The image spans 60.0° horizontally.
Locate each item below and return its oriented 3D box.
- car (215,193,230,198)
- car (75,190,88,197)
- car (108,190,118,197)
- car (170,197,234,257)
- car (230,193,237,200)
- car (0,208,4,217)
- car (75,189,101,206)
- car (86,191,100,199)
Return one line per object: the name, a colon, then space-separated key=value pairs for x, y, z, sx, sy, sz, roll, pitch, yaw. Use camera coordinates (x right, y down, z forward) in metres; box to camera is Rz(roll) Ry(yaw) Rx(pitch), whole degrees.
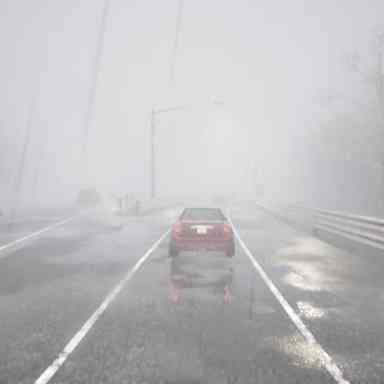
car: x=4.262 y=1.093 z=50.287 sx=1.837 sy=1.490 sz=4.892 roll=0 pitch=0 yaw=9
car: x=-24.703 y=0.375 z=74.362 sx=1.882 sy=1.535 sz=5.008 roll=0 pitch=1 yaw=-8
car: x=-17.626 y=0.420 z=74.335 sx=1.837 sy=1.490 sz=4.892 roll=0 pitch=1 yaw=-8
car: x=0.401 y=1.237 z=12.679 sx=2.097 sy=1.767 sz=4.553 roll=0 pitch=0 yaw=2
car: x=8.830 y=0.886 z=73.475 sx=1.837 sy=1.490 sz=4.892 roll=0 pitch=1 yaw=14
car: x=-13.215 y=1.214 z=19.838 sx=2.033 sy=1.411 sz=5.357 roll=0 pitch=1 yaw=-8
car: x=-12.840 y=0.595 z=41.799 sx=2.150 sy=2.045 sz=5.566 roll=0 pitch=1 yaw=-8
car: x=-20.183 y=0.543 z=68.058 sx=2.033 sy=1.411 sz=5.357 roll=0 pitch=1 yaw=-8
